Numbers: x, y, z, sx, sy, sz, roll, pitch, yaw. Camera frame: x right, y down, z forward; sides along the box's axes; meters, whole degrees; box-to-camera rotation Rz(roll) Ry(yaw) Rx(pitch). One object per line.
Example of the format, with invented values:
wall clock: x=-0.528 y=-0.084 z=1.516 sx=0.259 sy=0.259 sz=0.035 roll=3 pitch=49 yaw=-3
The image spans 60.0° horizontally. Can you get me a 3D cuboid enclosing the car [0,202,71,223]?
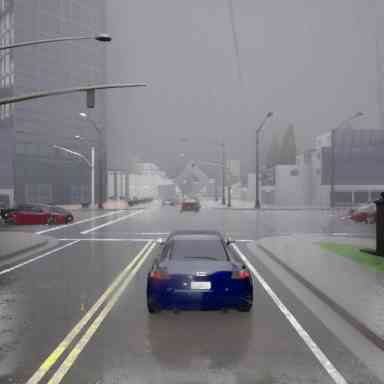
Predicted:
car: x=-12.357 y=1.559 z=26.161 sx=4.902 sy=1.511 sz=2.128 roll=-1 pitch=0 yaw=-1

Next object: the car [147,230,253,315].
car: x=0.091 y=1.564 z=7.685 sx=1.994 sy=1.385 sz=4.181 roll=0 pitch=0 yaw=-2

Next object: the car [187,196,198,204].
car: x=0.132 y=1.564 z=63.898 sx=1.994 sy=1.385 sz=4.181 roll=0 pitch=0 yaw=0

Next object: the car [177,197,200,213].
car: x=-0.142 y=1.493 z=37.734 sx=1.882 sy=1.535 sz=5.008 roll=0 pitch=0 yaw=5

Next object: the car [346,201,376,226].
car: x=13.065 y=1.513 z=22.814 sx=4.674 sy=1.442 sz=1.812 roll=0 pitch=0 yaw=0

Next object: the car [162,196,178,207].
car: x=-3.566 y=1.491 z=51.162 sx=2.128 sy=1.511 sz=4.902 roll=0 pitch=0 yaw=0

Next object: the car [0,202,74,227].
car: x=-10.294 y=1.617 z=22.595 sx=4.181 sy=1.385 sz=1.994 roll=0 pitch=0 yaw=1

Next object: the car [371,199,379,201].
car: x=20.760 y=1.477 z=37.085 sx=4.674 sy=1.442 sz=1.812 roll=0 pitch=0 yaw=-2

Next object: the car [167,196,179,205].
car: x=-3.516 y=1.505 z=61.561 sx=1.837 sy=1.490 sz=4.892 roll=0 pitch=0 yaw=1
